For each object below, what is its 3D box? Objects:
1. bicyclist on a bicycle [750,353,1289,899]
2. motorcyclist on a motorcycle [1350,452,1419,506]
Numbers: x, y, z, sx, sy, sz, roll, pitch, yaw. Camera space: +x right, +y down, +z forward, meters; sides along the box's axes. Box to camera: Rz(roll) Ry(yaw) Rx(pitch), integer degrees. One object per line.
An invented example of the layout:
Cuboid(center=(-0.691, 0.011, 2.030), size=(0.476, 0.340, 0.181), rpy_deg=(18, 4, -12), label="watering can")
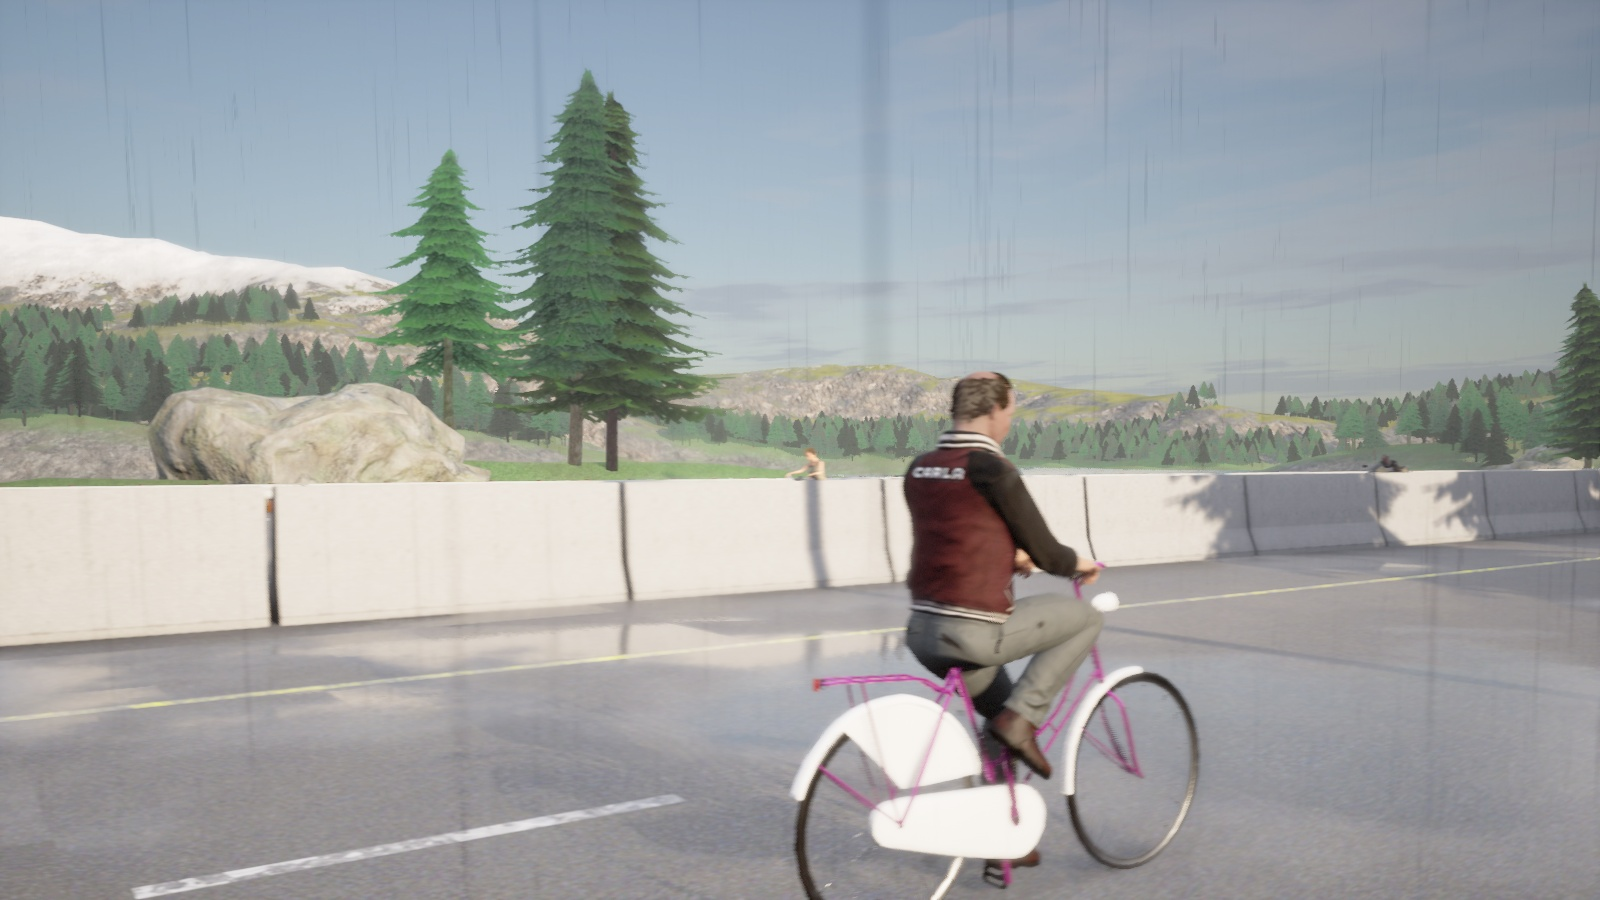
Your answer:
Cuboid(center=(0.789, 0.624, 4.208), size=(1.843, 1.776, 0.659), rpy_deg=(0, 0, -35), label="bicyclist on a bicycle")
Cuboid(center=(17.214, 0.835, 36.959), size=(2.191, 1.530, 0.866), rpy_deg=(0, 0, -35), label="motorcyclist on a motorcycle")
